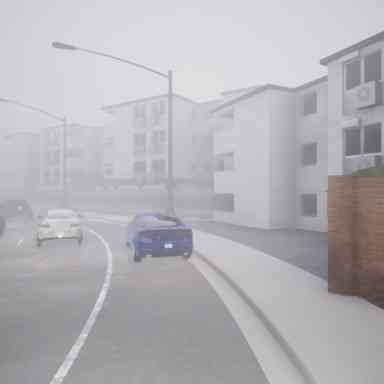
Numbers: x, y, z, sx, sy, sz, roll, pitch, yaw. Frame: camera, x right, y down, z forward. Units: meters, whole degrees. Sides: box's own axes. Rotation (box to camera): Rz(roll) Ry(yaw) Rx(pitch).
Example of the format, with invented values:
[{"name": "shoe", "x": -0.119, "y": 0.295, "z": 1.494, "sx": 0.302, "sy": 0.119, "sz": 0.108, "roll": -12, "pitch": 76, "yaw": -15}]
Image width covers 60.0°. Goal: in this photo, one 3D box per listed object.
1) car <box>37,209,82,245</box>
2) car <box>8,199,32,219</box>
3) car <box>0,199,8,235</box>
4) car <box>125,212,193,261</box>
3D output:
[{"name": "car", "x": -6.190, "y": 1.525, "z": 15.586, "sx": 1.812, "sy": 1.442, "sz": 4.674, "roll": 0, "pitch": 0, "yaw": -22}, {"name": "car", "x": -15.373, "y": 1.349, "z": 28.199, "sx": 4.553, "sy": 1.767, "sz": 2.097, "roll": 0, "pitch": 0, "yaw": 43}, {"name": "car", "x": -11.431, "y": 1.351, "z": 18.241, "sx": 2.097, "sy": 1.767, "sz": 4.553, "roll": 0, "pitch": 0, "yaw": -29}, {"name": "car", "x": -1.384, "y": 1.477, "z": 12.422, "sx": 1.882, "sy": 1.535, "sz": 5.008, "roll": 0, "pitch": 0, "yaw": -16}]
